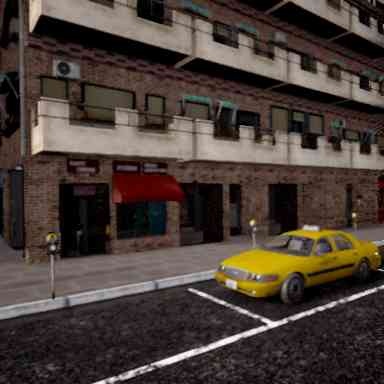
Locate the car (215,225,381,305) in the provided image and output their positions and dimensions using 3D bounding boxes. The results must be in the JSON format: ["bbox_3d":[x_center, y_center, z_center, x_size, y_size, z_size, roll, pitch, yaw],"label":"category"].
[{"bbox_3d":[2.754,1.524,8.073,4.829,1.417,1.752,0,-1,-35],"label":"car"}]
